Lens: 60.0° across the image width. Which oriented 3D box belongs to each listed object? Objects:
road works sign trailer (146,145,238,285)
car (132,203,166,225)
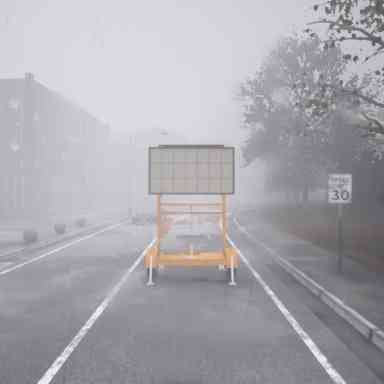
[{"bbox_3d":[-0.013,0.467,9.471,2.380,3.560,2.880,0,0,0],"label":"road works sign trailer"},{"bbox_3d":[-3.031,1.533,24.164,1.812,1.442,4.674,0,0,4],"label":"car"}]
